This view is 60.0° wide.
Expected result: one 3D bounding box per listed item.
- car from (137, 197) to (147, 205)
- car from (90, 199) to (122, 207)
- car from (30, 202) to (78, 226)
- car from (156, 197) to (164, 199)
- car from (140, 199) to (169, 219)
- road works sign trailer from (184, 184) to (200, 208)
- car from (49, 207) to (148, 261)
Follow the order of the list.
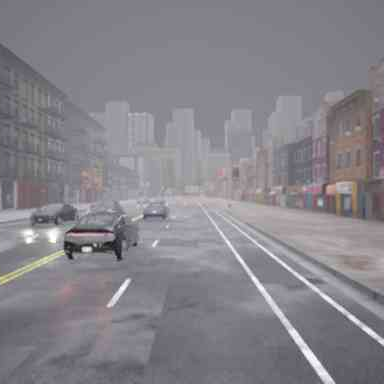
[{"bbox_3d":[-9.766,1.757,65.881,1.812,1.442,4.674,0,0,0],"label":"car"},{"bbox_3d":[-6.602,1.413,25.501,2.097,1.767,4.553,0,0,0],"label":"car"},{"bbox_3d":[-9.851,1.535,24.092,1.882,1.535,5.008,0,0,0],"label":"car"},{"bbox_3d":[-6.512,1.759,67.526,1.812,1.442,4.674,0,0,0],"label":"car"},{"bbox_3d":[-3.157,1.638,29.882,1.994,1.385,4.181,0,0,0],"label":"car"},{"bbox_3d":[-0.008,0.621,50.645,2.380,3.560,2.880,0,0,0],"label":"road works sign trailer"},{"bbox_3d":[-3.154,1.519,12.419,2.128,1.511,4.902,0,0,0],"label":"car"}]
